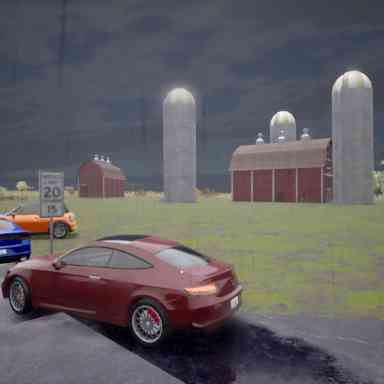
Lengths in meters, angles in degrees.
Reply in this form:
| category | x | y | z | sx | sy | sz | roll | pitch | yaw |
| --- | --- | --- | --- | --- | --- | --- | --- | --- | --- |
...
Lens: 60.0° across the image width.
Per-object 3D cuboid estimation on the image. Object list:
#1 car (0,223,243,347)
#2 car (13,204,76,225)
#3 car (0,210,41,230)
| category | x | y | z | sx | sy | sz | roll | pitch | yaw |
| --- | --- | --- | --- | --- | --- | --- | --- | --- | --- |
| car | -1.398 | 1.529 | 6.173 | 4.674 | 1.442 | 1.812 | 0 | 0 | 27 |
| car | -8.230 | 1.371 | 16.721 | 4.553 | 1.767 | 2.097 | 0 | 0 | -14 |
| car | -6.957 | 1.481 | 10.741 | 5.008 | 1.535 | 1.882 | 0 | 0 | 43 |
